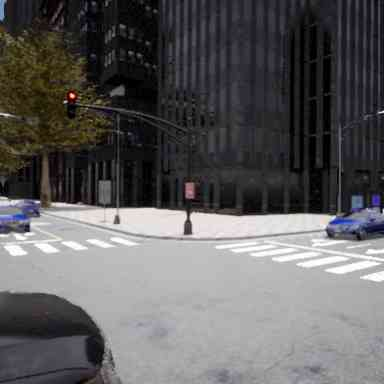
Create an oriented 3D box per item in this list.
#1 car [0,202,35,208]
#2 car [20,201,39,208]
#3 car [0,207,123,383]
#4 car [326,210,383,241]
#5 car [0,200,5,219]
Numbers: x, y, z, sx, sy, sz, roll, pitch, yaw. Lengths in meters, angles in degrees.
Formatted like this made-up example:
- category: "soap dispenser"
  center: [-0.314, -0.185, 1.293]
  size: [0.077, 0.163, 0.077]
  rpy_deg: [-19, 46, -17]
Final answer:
- category: "car"
  center: [-10.866, 1.545, 19.670]
  size: [1.812, 1.442, 4.674]
  rpy_deg: [1, 0, -36]
- category: "car"
  center: [-16.091, 1.569, 32.364]
  size: [1.812, 1.442, 4.674]
  rpy_deg: [1, 0, -36]
- category: "car"
  center: [-2.985, 1.202, 1.309]
  size: [5.566, 2.045, 2.150]
  rpy_deg: [1, 0, -36]
- category: "car"
  center: [9.301, 1.738, 18.294]
  size: [4.674, 1.442, 1.812]
  rpy_deg: [1, 0, -36]
- category: "car"
  center: [-18.246, 1.486, 29.885]
  size: [1.882, 1.535, 5.008]
  rpy_deg: [1, 1, -36]
